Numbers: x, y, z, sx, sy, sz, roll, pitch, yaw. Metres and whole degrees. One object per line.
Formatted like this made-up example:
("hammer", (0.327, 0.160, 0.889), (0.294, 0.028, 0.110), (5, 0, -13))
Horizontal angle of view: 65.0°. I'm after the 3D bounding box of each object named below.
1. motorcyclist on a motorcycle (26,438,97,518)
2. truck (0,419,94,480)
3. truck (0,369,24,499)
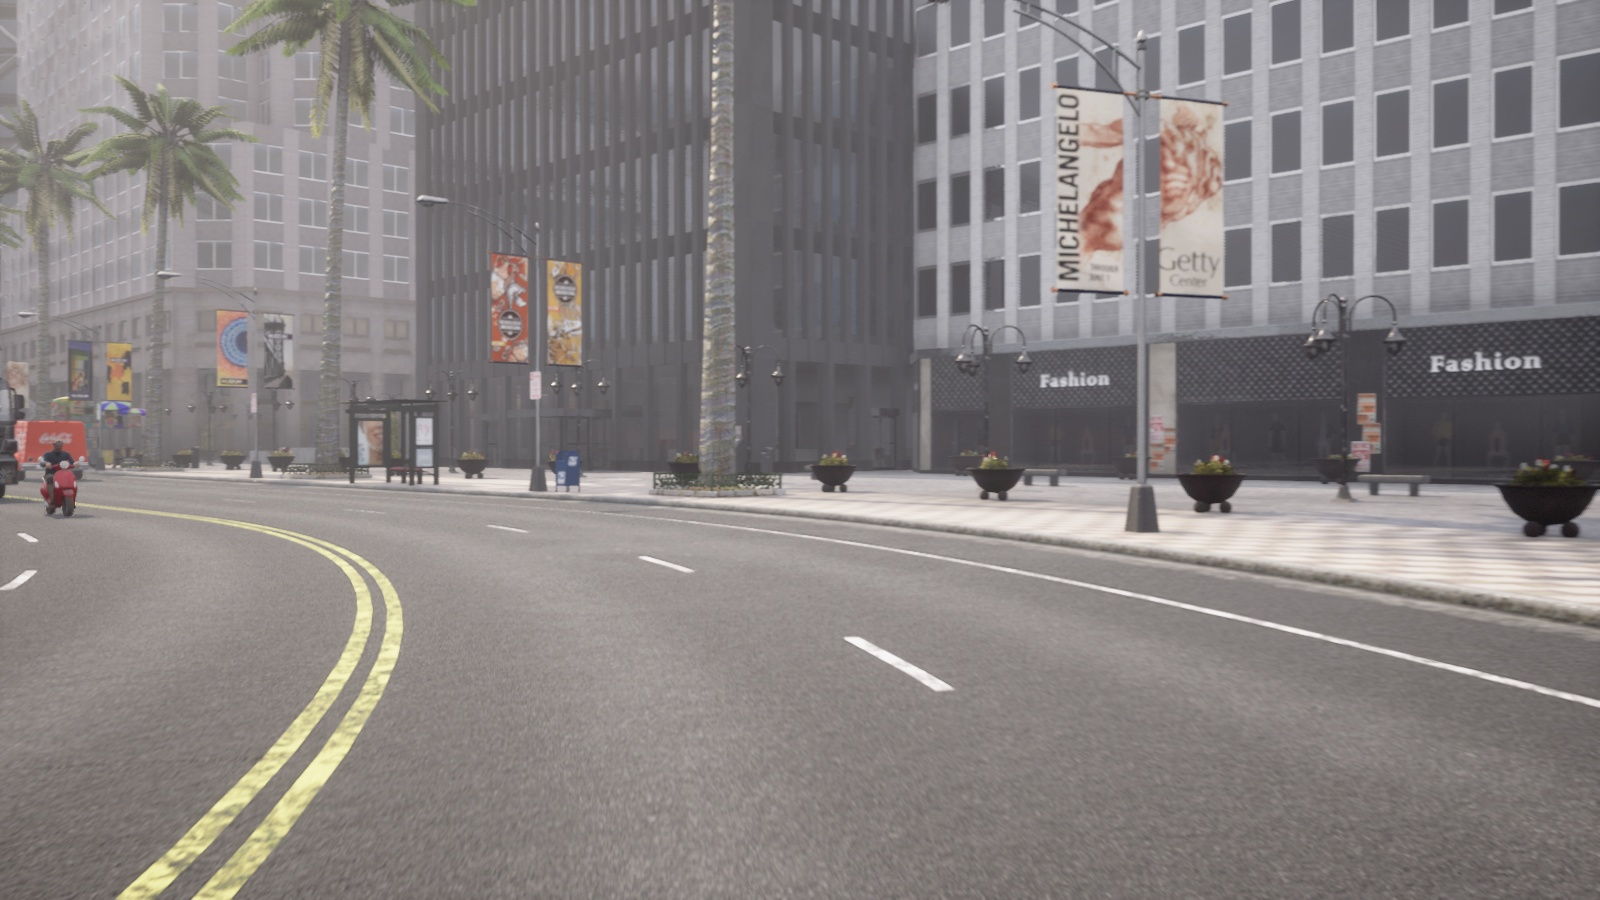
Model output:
("motorcyclist on a motorcycle", (-15.311, 0.556, 26.013), (0.866, 1.590, 1.817), (0, 0, -44))
("truck", (-32.156, -0.034, 53.213), (2.627, 2.467, 5.204), (0, 0, -44))
("truck", (-24.669, -0.431, 35.583), (2.891, 3.462, 7.936), (0, 0, -44))
